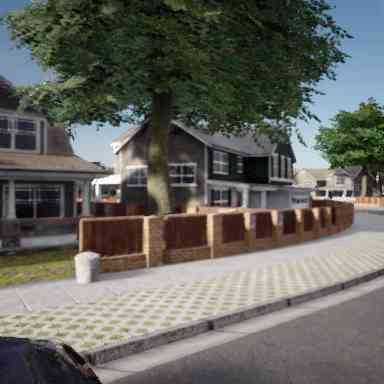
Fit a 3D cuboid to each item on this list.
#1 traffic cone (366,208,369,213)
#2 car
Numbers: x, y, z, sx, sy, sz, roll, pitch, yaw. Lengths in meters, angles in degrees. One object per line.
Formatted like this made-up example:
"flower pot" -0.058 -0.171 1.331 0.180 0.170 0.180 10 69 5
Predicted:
"traffic cone" 19.891 2.145 37.714 0.340 0.580 0.340 0 0 3
"car" -2.394 1.558 1.438 4.181 1.385 1.994 0 0 -36
